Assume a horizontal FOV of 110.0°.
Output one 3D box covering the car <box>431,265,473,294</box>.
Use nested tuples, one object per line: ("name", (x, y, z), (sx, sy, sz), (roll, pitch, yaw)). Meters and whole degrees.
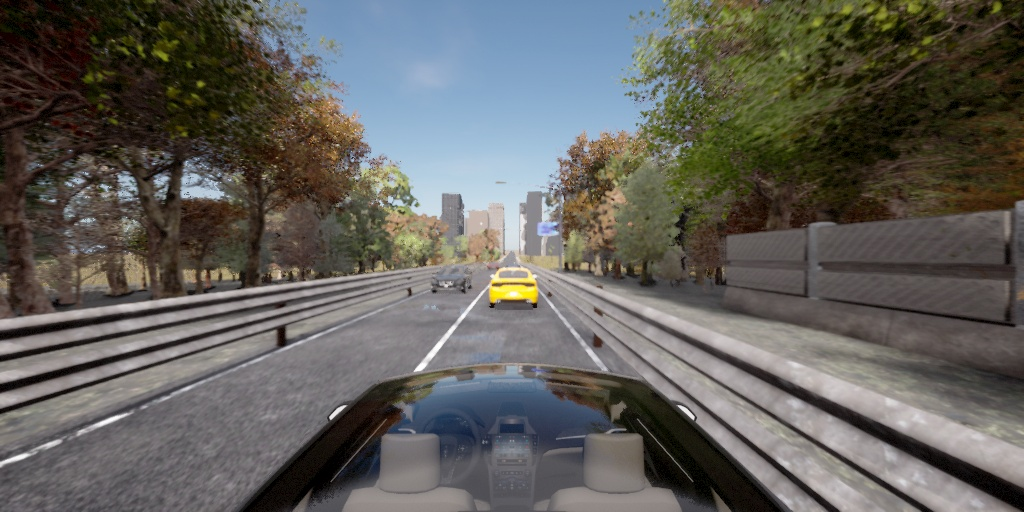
("car", (-3.345, 1.295, 20.693), (1.837, 1.490, 4.892), (0, 0, 0))

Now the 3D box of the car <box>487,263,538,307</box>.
("car", (0.068, 1.243, 15.561), (1.882, 1.535, 5.008), (0, 0, 0))

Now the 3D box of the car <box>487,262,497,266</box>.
("car", (-3.285, 1.766, 63.053), (1.882, 1.535, 5.008), (0, -1, 0))
